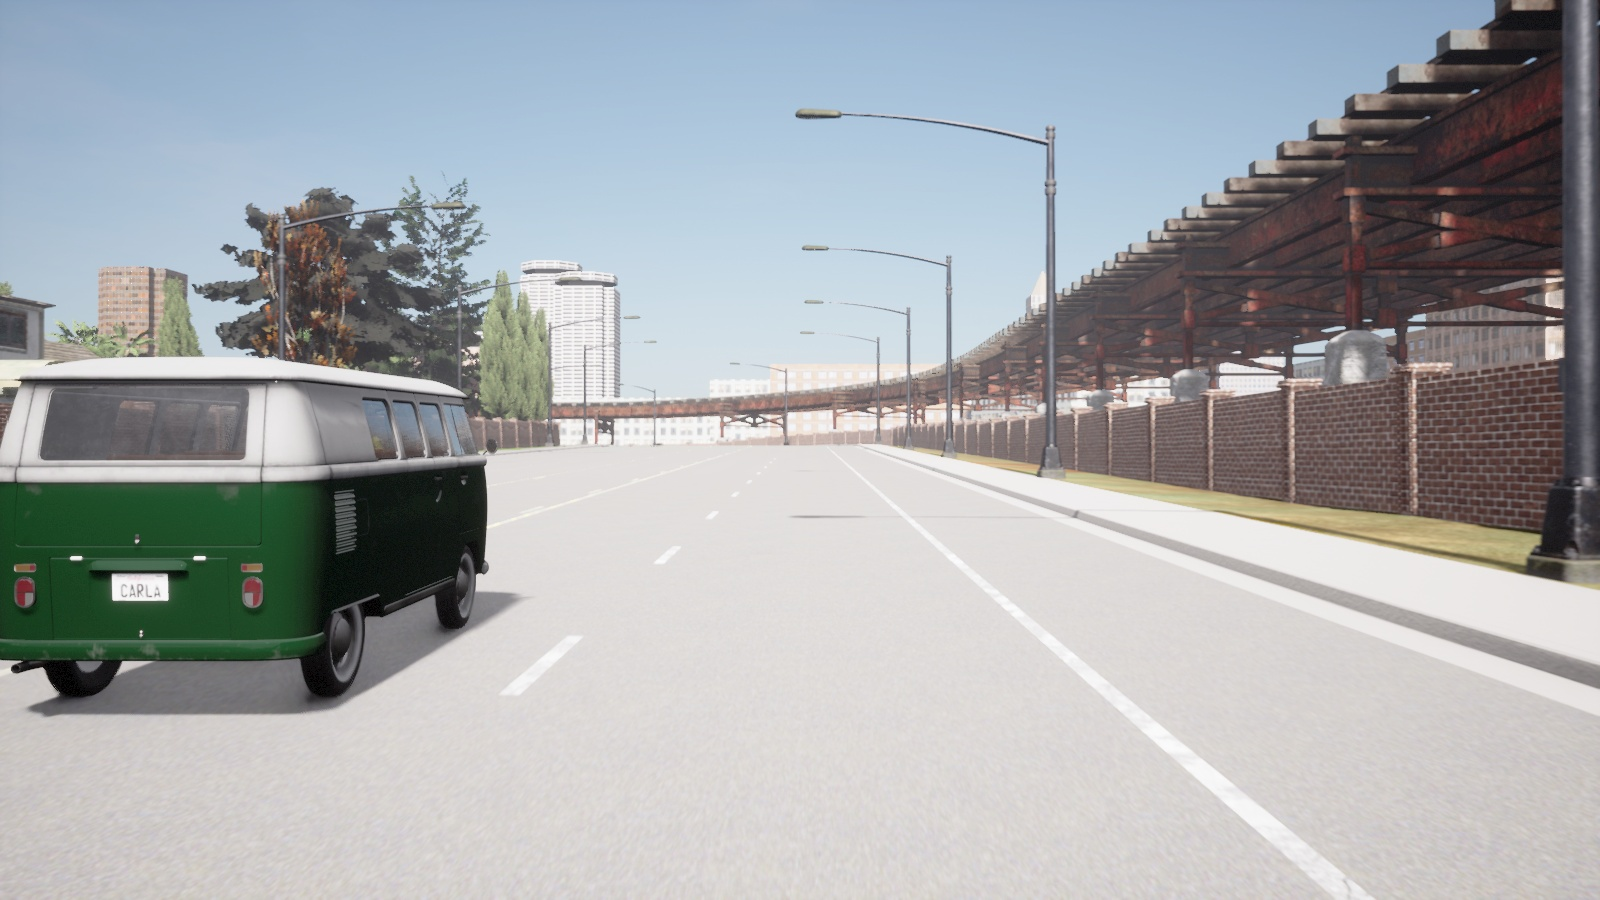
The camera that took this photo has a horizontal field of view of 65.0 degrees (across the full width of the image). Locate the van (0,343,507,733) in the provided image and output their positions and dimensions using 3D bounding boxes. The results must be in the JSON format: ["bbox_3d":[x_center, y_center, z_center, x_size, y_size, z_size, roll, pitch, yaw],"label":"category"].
[{"bbox_3d":[-3.434,0.420,8.622,1.775,1.987,4.442,0,1,0],"label":"van"}]
